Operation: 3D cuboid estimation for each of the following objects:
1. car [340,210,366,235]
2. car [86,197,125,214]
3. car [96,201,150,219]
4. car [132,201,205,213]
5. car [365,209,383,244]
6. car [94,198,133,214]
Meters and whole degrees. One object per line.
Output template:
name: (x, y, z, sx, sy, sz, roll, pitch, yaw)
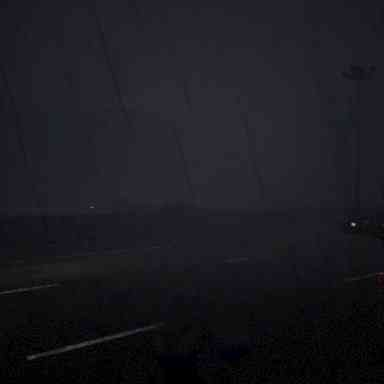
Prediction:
car: (9.933, 1.618, 17.746, 4.181, 1.385, 1.994, 0, 0, -28)
car: (-7.828, 1.326, 32.036, 4.553, 1.767, 2.097, 0, 0, -31)
car: (-6.013, 1.545, 29.054, 4.181, 1.385, 1.994, 0, 0, -30)
car: (-1.373, 1.479, 23.679, 5.008, 1.535, 1.882, 0, 0, -30)
car: (9.747, 1.543, 13.687, 4.902, 1.511, 2.128, 0, 0, -29)
car: (-4.662, 1.478, 25.787, 4.902, 1.511, 2.128, 0, 0, -31)
